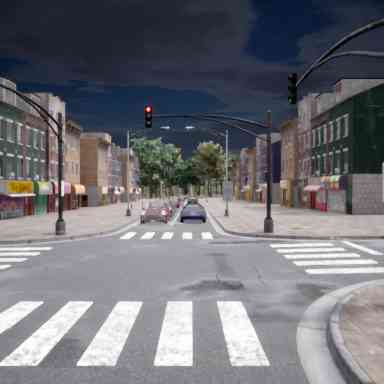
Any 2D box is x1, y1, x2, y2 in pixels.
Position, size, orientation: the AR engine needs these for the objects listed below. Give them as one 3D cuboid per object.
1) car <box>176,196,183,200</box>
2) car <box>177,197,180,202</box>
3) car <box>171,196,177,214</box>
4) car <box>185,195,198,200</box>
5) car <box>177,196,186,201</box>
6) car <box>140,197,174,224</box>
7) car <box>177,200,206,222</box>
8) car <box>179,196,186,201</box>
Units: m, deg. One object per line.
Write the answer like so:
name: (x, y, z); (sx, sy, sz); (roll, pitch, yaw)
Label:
car: (-2.648, 1.566, 46.296); (1.887, 1.381, 4.507); (-1, 0, 0)
car: (-2.647, 1.576, 35.427); (1.947, 1.339, 4.313); (-1, 0, 0)
car: (-2.648, 1.446, 29.992); (1.967, 1.590, 4.097); (-1, 0, 0)
car: (0.097, 1.565, 60.051); (1.812, 1.442, 4.674); (0, 0, 0)
car: (-2.648, 1.645, 84.340); (1.947, 1.339, 4.313); (-1, 0, 0)
car: (-2.648, 1.443, 24.558); (1.967, 1.590, 4.097); (-1, 0, 0)
car: (0.077, 1.567, 26.478); (1.994, 1.385, 4.181); (0, 0, 0)
car: (-2.648, 1.671, 89.775); (1.802, 1.307, 4.206); (-1, 0, 0)
